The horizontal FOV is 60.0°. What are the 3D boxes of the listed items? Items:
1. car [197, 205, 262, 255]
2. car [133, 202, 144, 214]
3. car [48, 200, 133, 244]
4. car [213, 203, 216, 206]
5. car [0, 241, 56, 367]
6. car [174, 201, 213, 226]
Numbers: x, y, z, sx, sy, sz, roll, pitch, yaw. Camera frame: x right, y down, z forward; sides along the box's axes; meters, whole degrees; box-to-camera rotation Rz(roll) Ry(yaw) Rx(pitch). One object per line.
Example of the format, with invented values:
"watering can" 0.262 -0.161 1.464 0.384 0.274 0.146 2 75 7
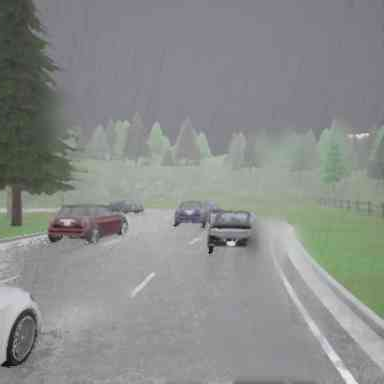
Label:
"car" 1.777 1.520 13.564 2.128 1.511 4.902 0 0 11
"car" -7.323 1.566 34.352 5.357 1.411 2.033 0 0 37
"car" -4.808 1.354 16.050 2.097 1.767 4.553 0 0 12
"car" 0.935 1.605 35.195 2.033 1.411 5.357 0 0 -33
"car" -3.140 1.516 2.832 1.812 1.442 4.674 0 0 2
"car" 0.100 1.388 23.346 2.097 1.767 4.553 0 0 7
